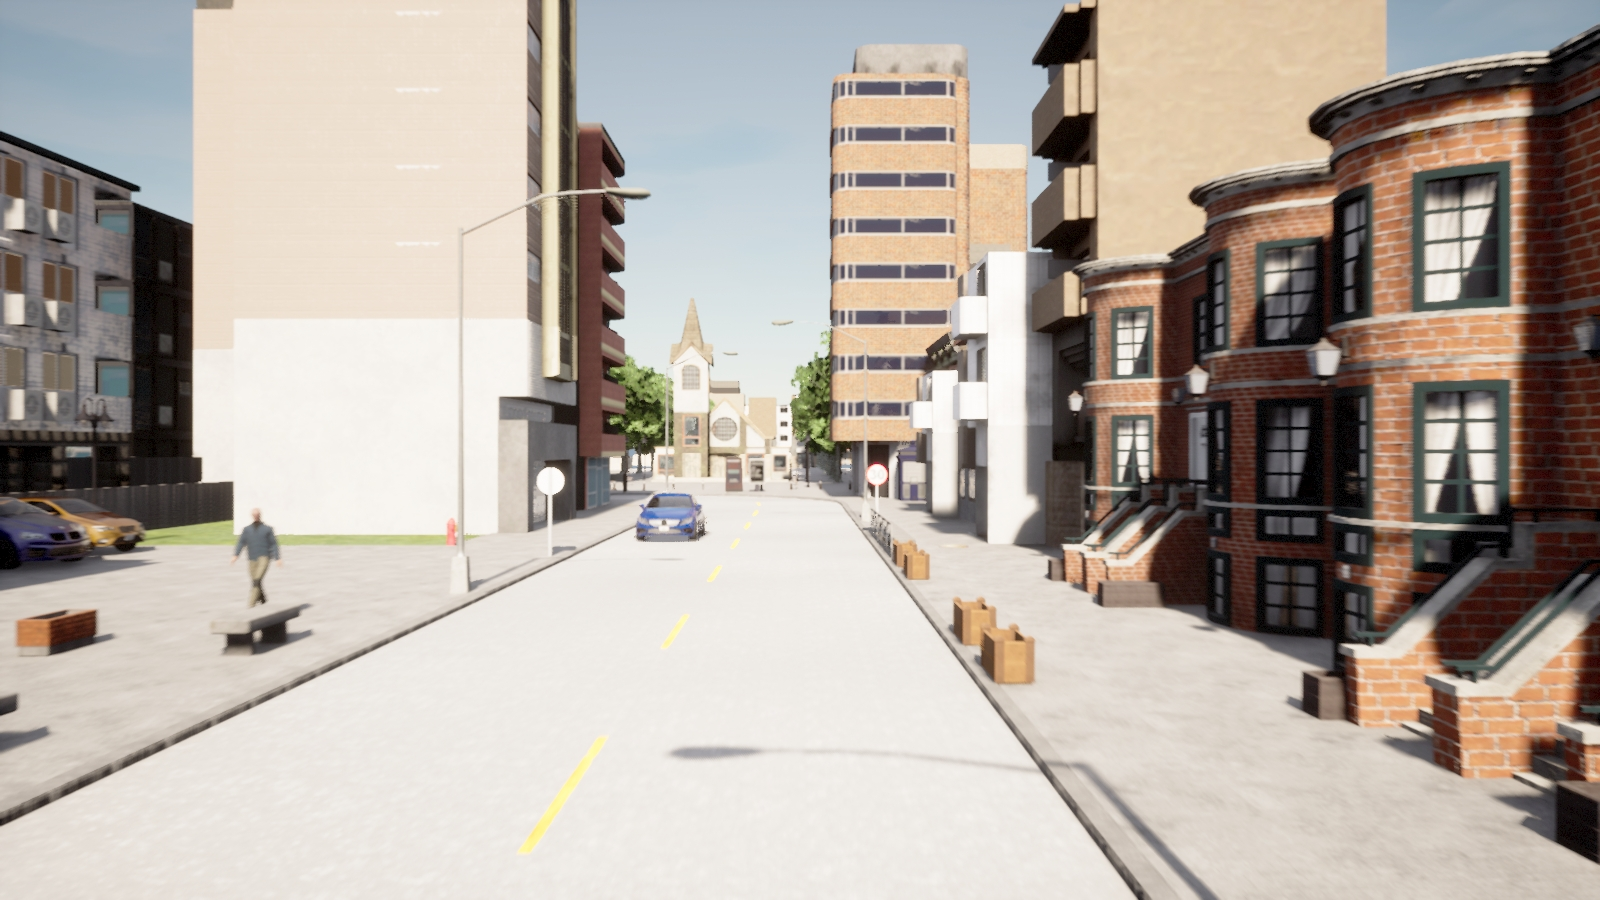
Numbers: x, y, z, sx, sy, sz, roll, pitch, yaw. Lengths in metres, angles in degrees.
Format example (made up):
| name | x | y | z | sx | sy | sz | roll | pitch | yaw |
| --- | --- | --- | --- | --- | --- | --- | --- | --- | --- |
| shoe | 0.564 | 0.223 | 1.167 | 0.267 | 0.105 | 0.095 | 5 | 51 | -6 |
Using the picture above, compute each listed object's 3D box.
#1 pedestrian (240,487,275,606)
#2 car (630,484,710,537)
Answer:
| name | x | y | z | sx | sy | sz | roll | pitch | yaw |
| --- | --- | --- | --- | --- | --- | --- | --- | --- | --- |
| pedestrian | -8.640 | 1.525 | 18.201 | 0.375 | 1.860 | 0.375 | 0 | 0 | -3 |
| car | -4.046 | 1.861 | 36.298 | 2.002 | 1.442 | 4.674 | 0 | 0 | 0 |
